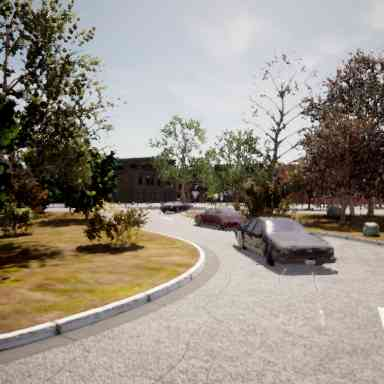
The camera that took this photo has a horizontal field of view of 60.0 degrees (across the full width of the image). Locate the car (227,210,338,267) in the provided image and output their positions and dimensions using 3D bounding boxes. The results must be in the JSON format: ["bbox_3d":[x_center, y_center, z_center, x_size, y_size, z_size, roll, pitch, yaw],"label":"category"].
[{"bbox_3d":[3.018,1.620,12.009,2.033,1.411,5.357,1,0,-7],"label":"car"}]

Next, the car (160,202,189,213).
[{"bbox_3d":[-1.907,1.847,40.037,1.895,1.301,4.718,1,-1,24],"label":"car"}]

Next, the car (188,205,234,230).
[{"bbox_3d":[1.845,1.712,22.633,1.994,1.385,4.181,1,-1,-30],"label":"car"}]
